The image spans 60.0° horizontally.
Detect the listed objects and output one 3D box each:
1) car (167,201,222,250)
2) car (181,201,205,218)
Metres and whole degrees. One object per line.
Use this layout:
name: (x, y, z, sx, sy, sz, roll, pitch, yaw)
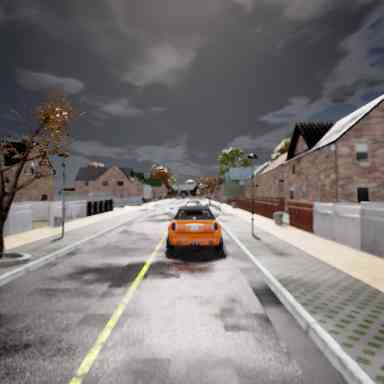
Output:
car: (0.101, 1.356, 14.416, 2.097, 1.767, 4.553, 0, 0, 0)
car: (0.103, 1.570, 31.358, 2.033, 1.411, 5.357, 0, 0, 0)
